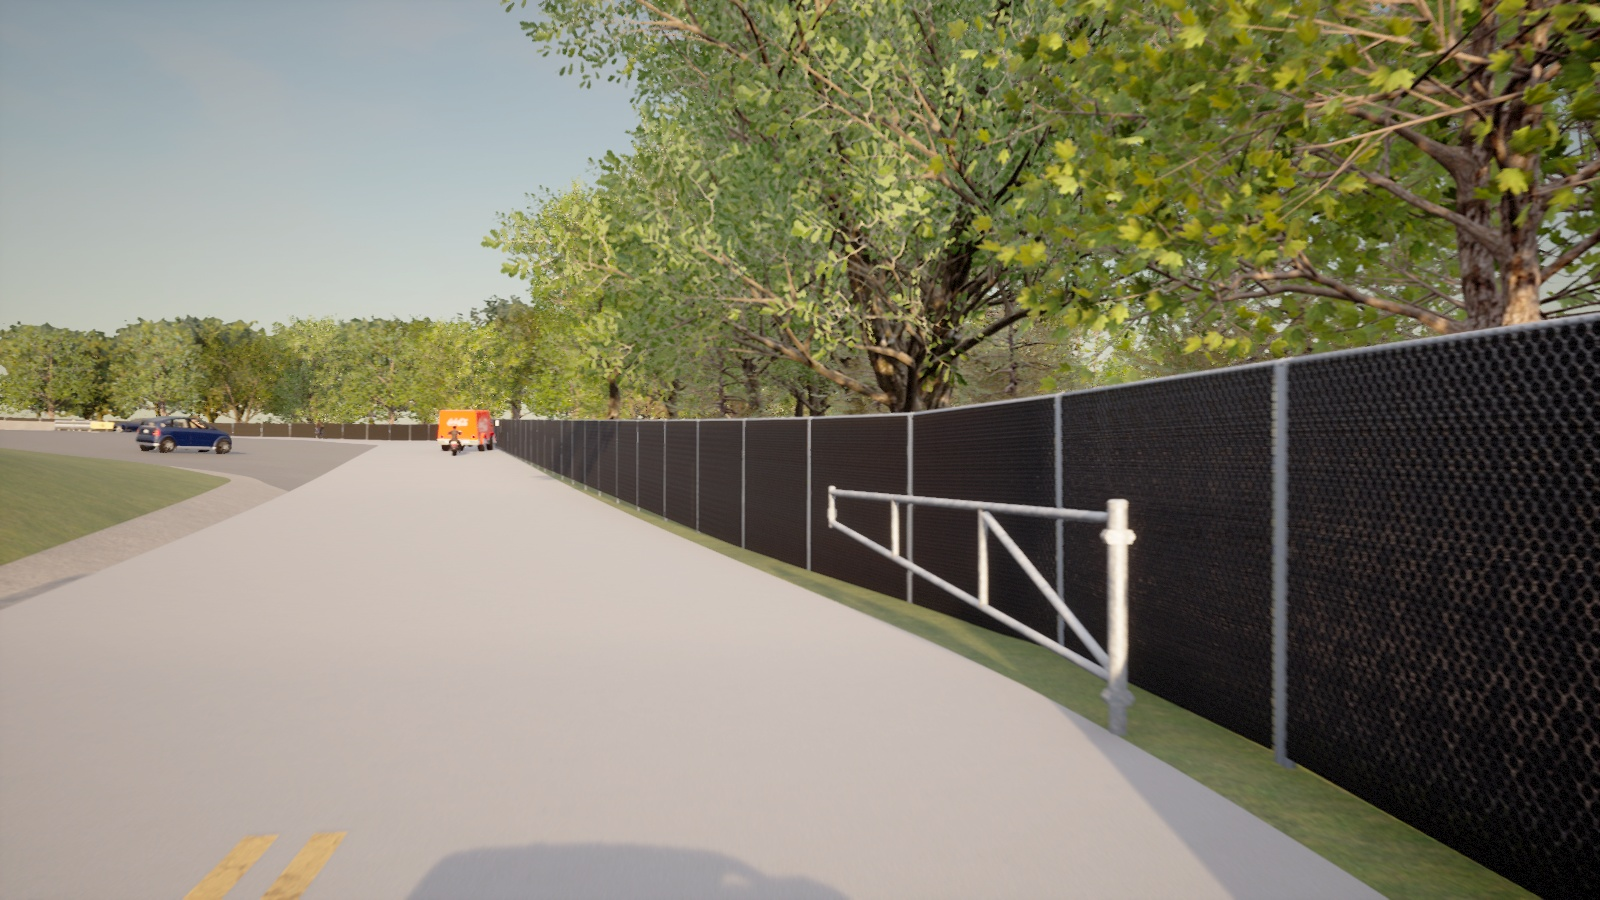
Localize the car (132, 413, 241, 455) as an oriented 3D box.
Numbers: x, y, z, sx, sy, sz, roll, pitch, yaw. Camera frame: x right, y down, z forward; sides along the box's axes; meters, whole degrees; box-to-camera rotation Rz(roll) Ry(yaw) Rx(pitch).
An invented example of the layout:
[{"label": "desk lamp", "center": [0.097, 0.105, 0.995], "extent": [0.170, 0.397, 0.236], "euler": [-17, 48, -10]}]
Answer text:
[{"label": "car", "center": [-26.193, -0.673, 53.690], "extent": [1.789, 1.549, 3.705], "euler": [4, 1, 33]}]

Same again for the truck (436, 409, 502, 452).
[{"label": "truck", "center": [-19.806, -1.215, 75.406], "extent": [2.627, 2.467, 5.204], "euler": [1, 2, 0]}]
